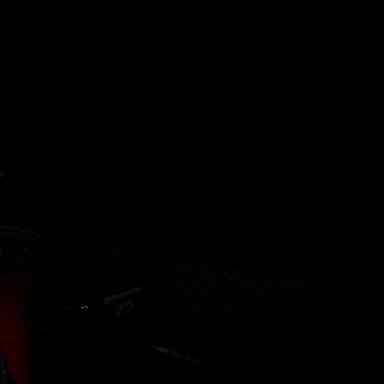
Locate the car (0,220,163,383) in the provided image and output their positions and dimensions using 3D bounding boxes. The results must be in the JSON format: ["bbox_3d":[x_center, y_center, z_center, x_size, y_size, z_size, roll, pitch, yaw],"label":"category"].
[{"bbox_3d":[-2.669,1.359,4.993,5.009,1.841,2.192,-1,0,36],"label":"car"}]

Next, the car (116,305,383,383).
[{"bbox_3d":[1.825,1.561,1.777,4.313,1.339,1.947,-1,0,36],"label":"car"}]
